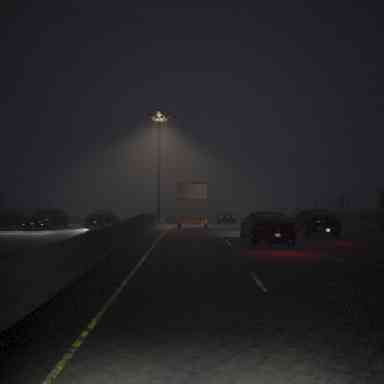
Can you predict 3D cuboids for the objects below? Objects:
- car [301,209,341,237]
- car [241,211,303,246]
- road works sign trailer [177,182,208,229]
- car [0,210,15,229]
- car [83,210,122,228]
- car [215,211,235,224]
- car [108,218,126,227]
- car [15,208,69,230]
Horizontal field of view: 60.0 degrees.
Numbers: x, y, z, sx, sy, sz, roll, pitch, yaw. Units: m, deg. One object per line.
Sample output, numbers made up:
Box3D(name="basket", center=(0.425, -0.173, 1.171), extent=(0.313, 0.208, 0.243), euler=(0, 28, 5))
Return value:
Box3D(name="car", center=(7.100, 1.792, 19.761), extent=(1.837, 1.490, 4.892), euler=(0, -1, 0))
Box3D(name="car", center=(3.600, 1.696, 16.436), extent=(1.882, 1.535, 5.008), euler=(0, -1, 0))
Box3D(name="road works sign trailer", center=(0.096, 0.988, 25.921), extent=(2.380, 3.560, 2.880), euler=(0, -3, 3))
Box3D(name="car", center=(-14.099, 2.002, 24.436), extent=(2.033, 1.411, 5.357), euler=(0, -3, 0))
Box3D(name="car", center=(-7.098, 2.112, 26.360), extent=(1.994, 1.385, 4.181), euler=(0, -3, 0))
Box3D(name="car", center=(3.600, 2.825, 36.574), extent=(2.033, 1.411, 5.357), euler=(0, -5, 0))
Box3D(name="car", center=(-14.017, 5.720, 62.255), extent=(2.128, 1.511, 4.902), euler=(0, -7, 0))
Box3D(name="car", center=(-10.599, 1.957, 24.452), extent=(1.837, 1.490, 4.892), euler=(0, -2, 0))
